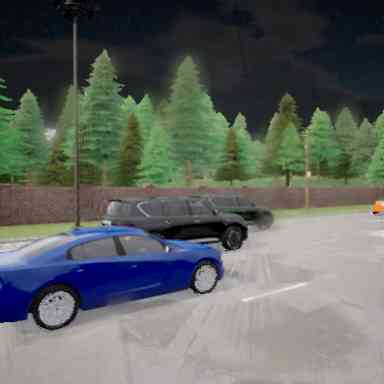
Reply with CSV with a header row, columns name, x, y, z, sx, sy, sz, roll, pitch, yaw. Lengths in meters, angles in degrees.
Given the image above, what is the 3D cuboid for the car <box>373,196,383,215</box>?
name,x,y,z,sx,sy,sz,roll,pitch,yaw
car,18.110,1.109,29.556,4.553,1.767,2.097,-1,0,-35

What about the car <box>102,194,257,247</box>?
name,x,y,z,sx,sy,sz,roll,pitch,yaw
car,-0.496,1.173,11.990,5.566,2.045,2.150,-1,0,-35

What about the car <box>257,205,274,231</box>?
name,x,y,z,sx,sy,sz,roll,pitch,yaw
car,1.991,1.130,18.062,5.566,2.045,2.150,-1,0,-36

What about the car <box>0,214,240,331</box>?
name,x,y,z,sx,sy,sz,roll,pitch,yaw
car,-1.552,1.458,6.938,5.008,1.535,1.882,-1,0,-35
